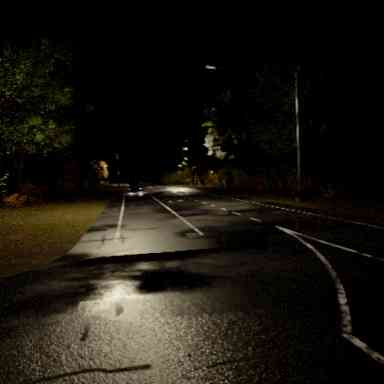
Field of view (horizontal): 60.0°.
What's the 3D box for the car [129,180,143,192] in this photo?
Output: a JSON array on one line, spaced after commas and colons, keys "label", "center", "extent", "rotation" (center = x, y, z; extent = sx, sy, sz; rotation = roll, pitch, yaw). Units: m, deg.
[{"label": "car", "center": [-10.008, -1.045, 59.236], "extent": [2.150, 2.045, 5.566], "rotation": [-3, 3, -6]}]
